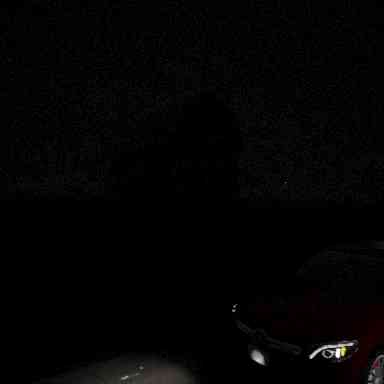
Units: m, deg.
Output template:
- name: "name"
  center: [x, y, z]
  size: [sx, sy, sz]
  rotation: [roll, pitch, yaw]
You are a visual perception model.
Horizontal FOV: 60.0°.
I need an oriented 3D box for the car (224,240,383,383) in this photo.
- name: "car"
  center: [2.614, 1.512, 4.935]
  size: [4.674, 1.442, 1.812]
  rotation: [0, 0, -35]
